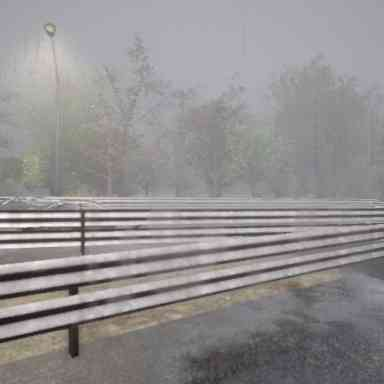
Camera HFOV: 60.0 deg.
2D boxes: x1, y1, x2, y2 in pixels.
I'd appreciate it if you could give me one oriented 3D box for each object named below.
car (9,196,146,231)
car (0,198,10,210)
[{"bbox_3d":[-4.324,1.061,13.429,4.902,1.511,2.128,1,0,-19],"label":"car"},{"bbox_3d":[-9.045,1.007,19.230,4.902,1.511,2.128,1,0,-19],"label":"car"}]
